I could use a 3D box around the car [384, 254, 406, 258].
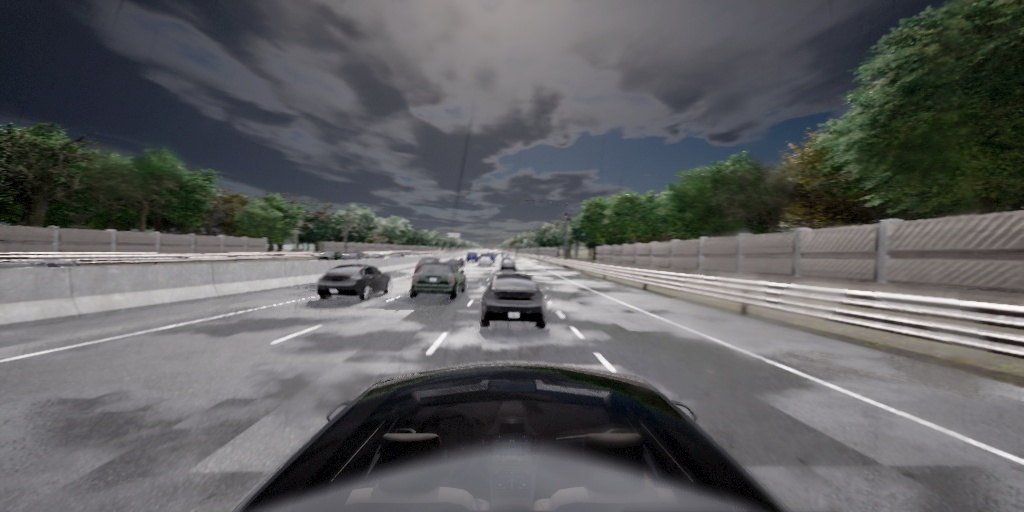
[{"bbox_3d":[-18.232,0.403,57.196,1.837,1.490,4.892,2,1,-1],"label":"car"}]

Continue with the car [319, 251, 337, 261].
[{"bbox_3d":[-28.710,-0.033,56.982,2.097,1.767,4.553,2,1,-1],"label":"car"}]

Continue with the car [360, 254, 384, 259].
[{"bbox_3d":[-21.716,0.353,57.111,2.033,1.411,5.357,2,1,-1],"label":"car"}]

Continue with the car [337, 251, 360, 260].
[{"bbox_3d":[-25.211,0.257,57.020,2.033,1.411,5.357,2,1,-1],"label":"car"}]

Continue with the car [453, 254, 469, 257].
[{"bbox_3d":[-7.543,0.806,49.286,2.128,1.511,4.902,2,1,-1],"label":"car"}]

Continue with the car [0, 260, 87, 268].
[{"bbox_3d":[-17.556,0.925,11.863,1.895,1.301,4.718,2,0,0],"label":"car"}]

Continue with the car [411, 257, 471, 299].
[{"bbox_3d":[-3.544,1.075,18.103,2.097,1.767,4.553,2,0,-1],"label":"car"}]

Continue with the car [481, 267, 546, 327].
[{"bbox_3d":[0.030,1.312,11.819,1.837,1.490,4.892,2,0,-1],"label":"car"}]

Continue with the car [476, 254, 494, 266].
[{"bbox_3d":[-4.187,0.825,56.543,1.812,1.442,4.674,2,1,-1],"label":"car"}]

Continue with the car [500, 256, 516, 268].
[{"bbox_3d":[-0.503,1.107,46.996,1.994,1.385,4.181,2,1,-1],"label":"car"}]

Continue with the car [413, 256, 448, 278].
[{"bbox_3d":[-7.248,0.905,32.434,2.097,1.767,4.553,2,1,-1],"label":"car"}]

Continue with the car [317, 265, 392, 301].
[{"bbox_3d":[-7.026,1.133,16.503,1.837,1.490,4.892,2,0,-1],"label":"car"}]
